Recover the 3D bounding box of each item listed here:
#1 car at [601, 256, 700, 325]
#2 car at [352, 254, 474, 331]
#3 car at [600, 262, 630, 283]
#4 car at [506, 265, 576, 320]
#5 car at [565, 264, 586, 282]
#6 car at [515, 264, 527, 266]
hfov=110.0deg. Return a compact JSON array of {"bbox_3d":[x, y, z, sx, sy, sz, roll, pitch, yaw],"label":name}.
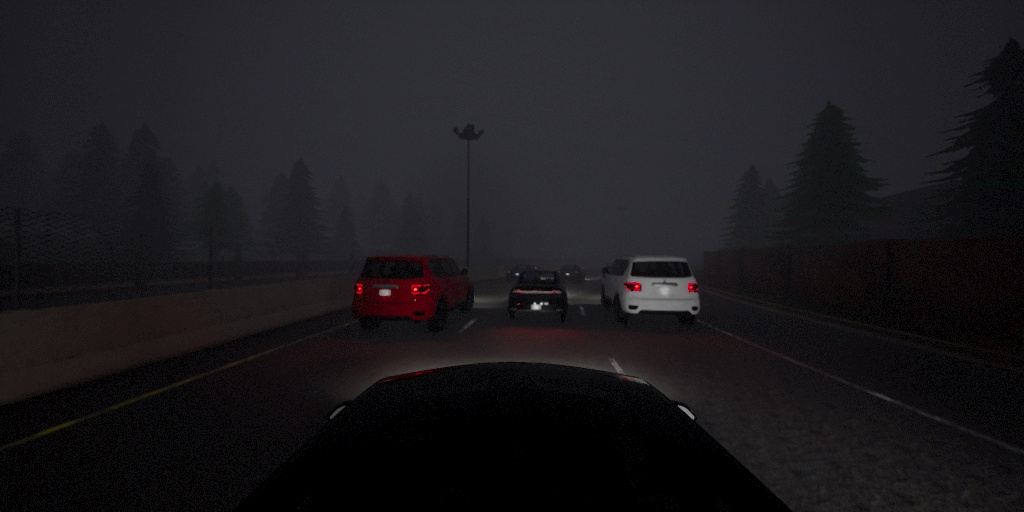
[{"bbox_3d":[4.425,1.008,12.278,2.150,2.045,5.566,0,0,7],"label":"car"},{"bbox_3d":[-2.743,0.974,11.219,2.150,2.045,5.566,0,0,6],"label":"car"},{"bbox_3d":[8.665,1.323,29.886,2.128,1.511,4.902,0,0,19],"label":"car"},{"bbox_3d":[1.002,1.263,12.735,2.128,1.511,4.902,0,0,7],"label":"car"},{"bbox_3d":[4.926,1.378,29.733,1.994,1.385,4.181,0,0,18],"label":"car"},{"bbox_3d":[0.970,1.359,28.797,1.994,1.385,4.181,0,0,17],"label":"car"}]
